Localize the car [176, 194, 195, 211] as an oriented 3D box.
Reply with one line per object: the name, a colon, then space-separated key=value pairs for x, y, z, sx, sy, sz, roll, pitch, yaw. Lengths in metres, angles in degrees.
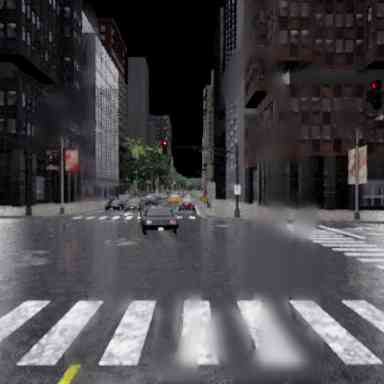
car: x=-0.622 y=1.374 z=39.979 sx=1.967 sy=1.590 sz=4.097 roll=0 pitch=0 yaw=0

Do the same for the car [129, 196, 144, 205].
car: x=-9.256 y=1.465 z=56.031 sx=1.752 sy=1.417 sz=4.829 roll=0 pitch=0 yaw=0

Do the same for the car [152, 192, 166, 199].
car: x=-6.588 y=0.790 z=70.265 sx=2.150 sy=2.045 sz=5.566 roll=0 pitch=0 yaw=0

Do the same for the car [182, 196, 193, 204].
car: x=-0.770 y=1.489 z=61.678 sx=1.887 sy=1.381 sz=4.507 roll=0 pitch=0 yaw=0

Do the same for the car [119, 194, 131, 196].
car: x=-9.184 y=1.250 z=45.350 sx=2.192 sy=1.841 sz=5.009 roll=0 pitch=0 yaw=0

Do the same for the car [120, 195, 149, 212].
car: x=-6.461 y=1.437 z=37.828 sx=1.837 sy=1.490 sz=4.892 roll=0 pitch=0 yaw=0

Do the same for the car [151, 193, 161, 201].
car: x=-9.481 y=1.283 z=88.757 sx=2.192 sy=1.841 sz=5.009 roll=0 pitch=0 yaw=0

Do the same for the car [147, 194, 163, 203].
car: x=-6.550 y=1.486 z=55.042 sx=2.033 sy=1.411 sz=5.357 roll=0 pitch=0 yaw=0

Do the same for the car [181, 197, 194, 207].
car: x=-0.695 y=1.520 z=50.829 sx=1.802 sy=1.307 sz=4.206 roll=0 pitch=0 yaw=0

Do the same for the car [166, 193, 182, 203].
car: x=-3.560 y=1.424 z=66.138 sx=1.882 sy=1.535 sz=5.008 roll=0 pitch=0 yaw=0

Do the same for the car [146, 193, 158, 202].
car: x=-9.407 y=1.271 z=77.905 sx=2.192 sy=1.841 sz=5.009 roll=0 pitch=0 yaw=0

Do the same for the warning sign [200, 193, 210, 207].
warning sign: x=1.664 y=1.051 z=43.665 sx=1.300 sy=1.860 sz=1.060 roll=0 pitch=0 yaw=0

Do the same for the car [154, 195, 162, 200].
car: x=-9.517 y=1.520 z=94.182 sx=1.887 sy=1.381 sz=4.507 roll=0 pitch=0 yaw=0

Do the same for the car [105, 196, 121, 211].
car: x=-9.146 y=1.499 z=39.923 sx=1.947 sy=1.339 sz=4.313 roll=0 pitch=0 yaw=0

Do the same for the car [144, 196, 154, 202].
car: x=-9.369 y=1.533 z=72.479 sx=1.802 sy=1.307 sz=4.206 roll=0 pitch=0 yaw=0

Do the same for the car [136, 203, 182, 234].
car: x=-1.996 y=1.560 z=19.052 sx=1.895 sy=1.301 sz=4.718 roll=1 pitch=0 yaw=-11

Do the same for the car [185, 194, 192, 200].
car: x=-0.956 y=1.409 z=88.803 sx=1.967 sy=1.590 sz=4.097 roll=0 pitch=0 yaw=0
